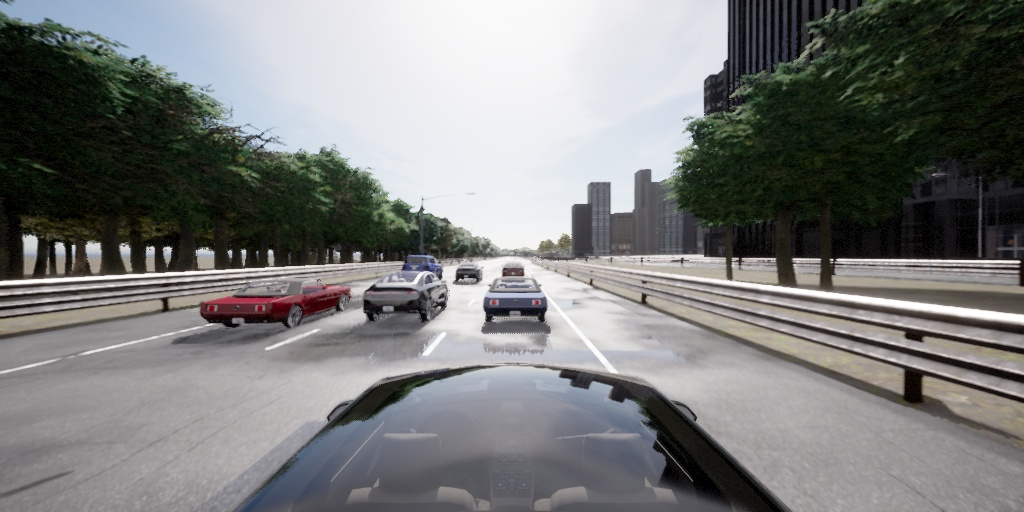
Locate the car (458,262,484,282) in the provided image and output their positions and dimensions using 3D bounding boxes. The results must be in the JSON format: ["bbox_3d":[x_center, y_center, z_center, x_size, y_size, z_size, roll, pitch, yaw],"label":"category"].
[{"bbox_3d":[-3.401,1.258,28.943,1.837,1.490,4.892,0,0,0],"label":"car"}]

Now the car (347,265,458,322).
[{"bbox_3d":[-3.401,1.243,12.282,2.128,1.511,4.902,0,0,0],"label":"car"}]

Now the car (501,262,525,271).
[{"bbox_3d":[0.100,1.230,30.389,1.882,1.535,5.008,0,0,0],"label":"car"}]

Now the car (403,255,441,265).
[{"bbox_3d":[-6.901,0.974,28.053,2.150,2.045,5.566,0,0,0],"label":"car"}]

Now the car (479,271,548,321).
[{"bbox_3d":[0.099,1.352,12.414,1.895,1.301,4.718,0,0,0],"label":"car"}]

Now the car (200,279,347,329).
[{"bbox_3d":[-6.901,1.352,11.267,1.895,1.301,4.718,0,0,0],"label":"car"}]
